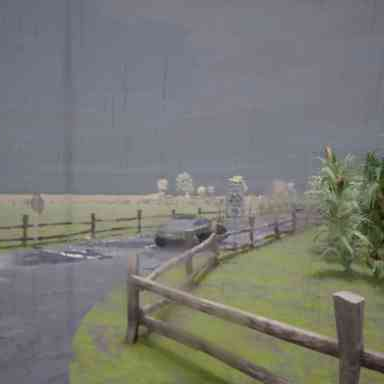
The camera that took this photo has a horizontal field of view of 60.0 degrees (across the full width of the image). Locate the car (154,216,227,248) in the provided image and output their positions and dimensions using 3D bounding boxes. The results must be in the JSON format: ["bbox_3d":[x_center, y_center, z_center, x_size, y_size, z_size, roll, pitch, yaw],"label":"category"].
[{"bbox_3d":[0.056,1.841,15.851,1.994,1.385,4.181,0,-1,32],"label":"car"}]

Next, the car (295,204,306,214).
[{"bbox_3d":[16.087,2.427,47.270,1.895,1.301,4.718,0,-1,32],"label":"car"}]

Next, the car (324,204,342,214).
[{"bbox_3d":[21.729,2.541,51.211,1.895,1.301,4.718,0,-1,32],"label":"car"}]

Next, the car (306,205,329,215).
[{"bbox_3d":[16.619,2.329,42.765,2.033,1.411,5.357,0,-1,32],"label":"car"}]
